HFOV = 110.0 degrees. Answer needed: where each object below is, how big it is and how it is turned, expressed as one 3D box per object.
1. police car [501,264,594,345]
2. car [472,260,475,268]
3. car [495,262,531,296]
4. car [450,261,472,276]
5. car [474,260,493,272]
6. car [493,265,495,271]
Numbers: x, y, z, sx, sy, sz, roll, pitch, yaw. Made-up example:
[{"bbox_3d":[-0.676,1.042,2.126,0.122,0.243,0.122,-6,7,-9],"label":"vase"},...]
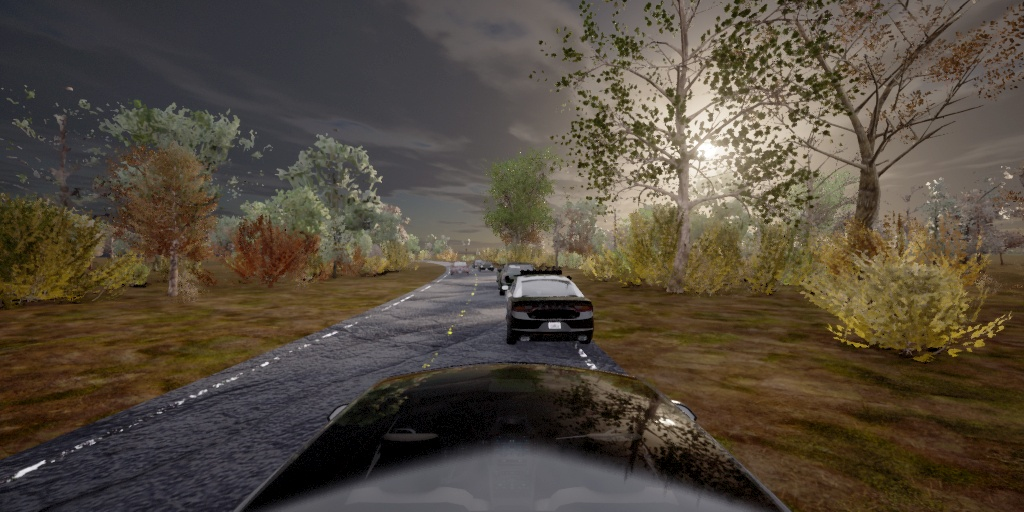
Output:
[{"bbox_3d":[0.768,1.175,9.698,1.930,1.638,5.238,0,0,-2],"label":"police car"},{"bbox_3d":[-5.571,1.291,58.833,2.033,1.411,5.357,0,0,-11],"label":"car"},{"bbox_3d":[0.298,1.100,19.627,2.097,1.767,4.553,0,0,-4],"label":"car"},{"bbox_3d":[-5.259,1.273,36.506,1.812,1.442,4.674,0,0,-7],"label":"car"},{"bbox_3d":[-3.479,1.347,46.593,1.895,1.301,4.718,0,0,-9],"label":"car"},{"bbox_3d":[-0.146,1.253,25.687,1.837,1.490,4.892,0,0,-5],"label":"car"}]
